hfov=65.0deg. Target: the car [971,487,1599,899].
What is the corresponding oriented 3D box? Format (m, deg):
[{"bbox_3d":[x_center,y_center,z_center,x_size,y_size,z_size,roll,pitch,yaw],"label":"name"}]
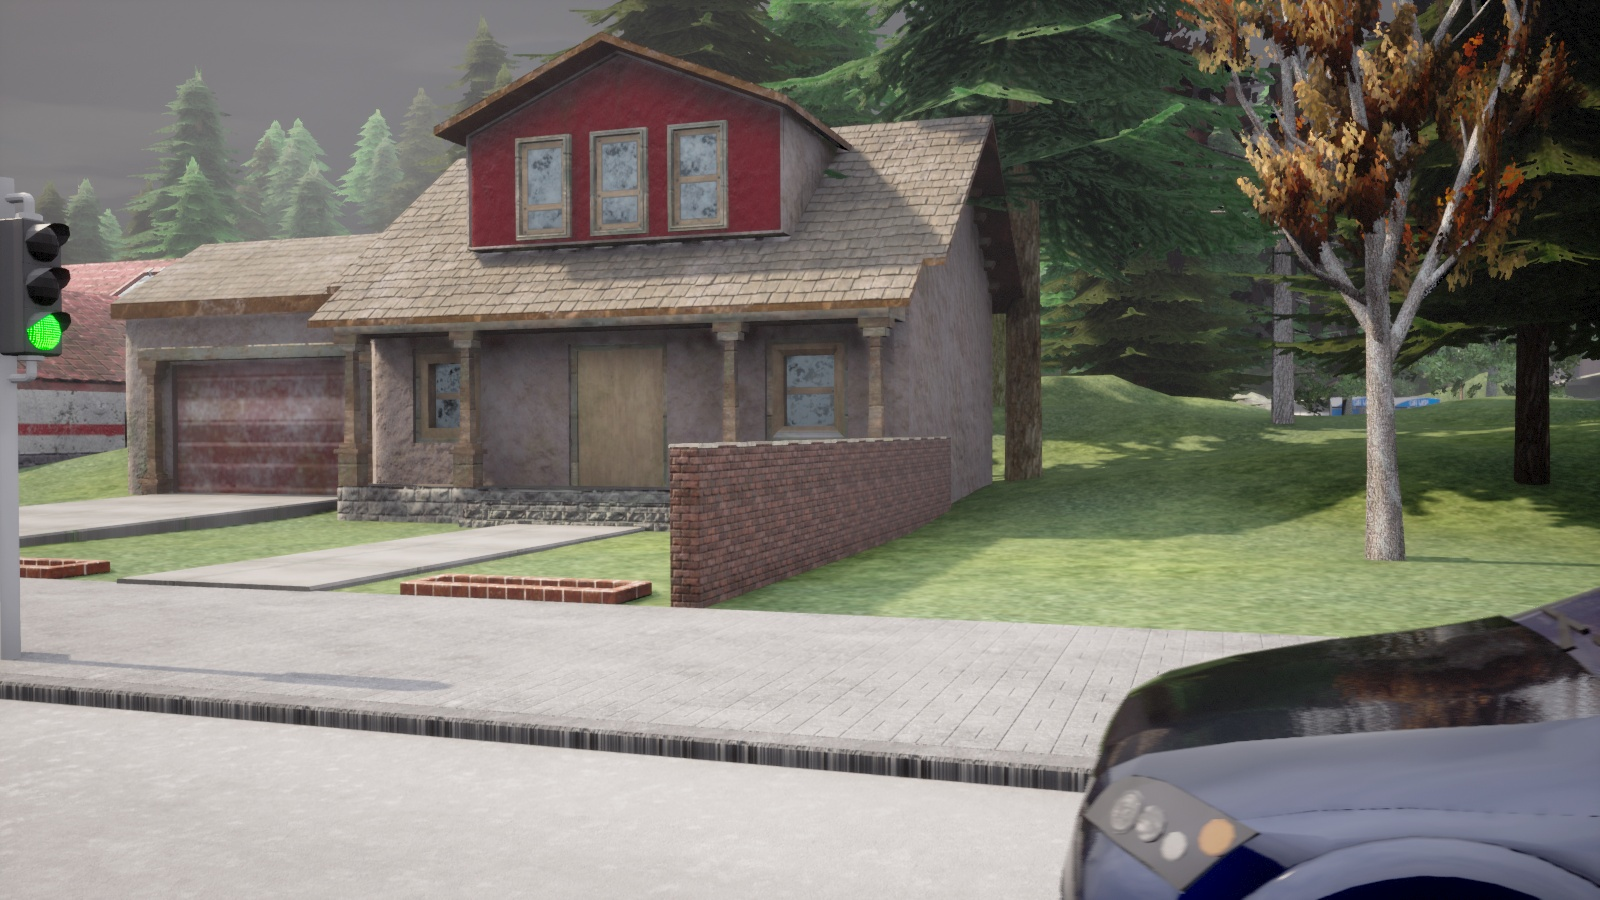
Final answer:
[{"bbox_3d":[2.652,0.855,2.822,4.181,1.385,1.994,1,1,19],"label":"car"}]
